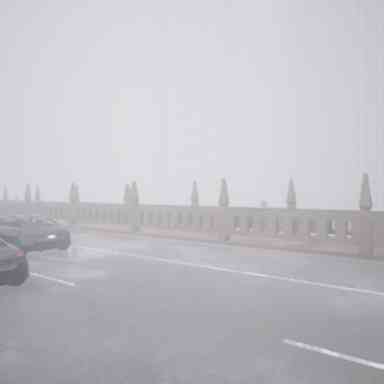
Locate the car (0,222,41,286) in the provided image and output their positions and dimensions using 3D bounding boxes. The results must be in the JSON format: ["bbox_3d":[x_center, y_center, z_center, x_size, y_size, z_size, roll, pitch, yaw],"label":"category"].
[{"bbox_3d":[-5.880,1.564,8.188,4.181,1.385,1.994,0,0,36],"label":"car"}]

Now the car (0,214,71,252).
[{"bbox_3d":[-6.632,1.565,13.024,4.181,1.385,1.994,0,0,36],"label":"car"}]
